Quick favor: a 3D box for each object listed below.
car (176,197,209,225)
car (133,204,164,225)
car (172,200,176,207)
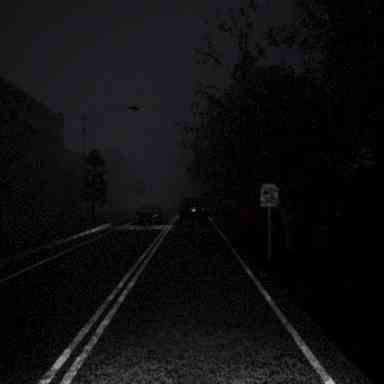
[{"bbox_3d":[0.130,1.396,25.892,2.150,2.045,5.566,0,-1,0],"label":"car"},{"bbox_3d":[-3.317,1.654,25.993,1.882,1.535,5.008,0,-1,0],"label":"car"},{"bbox_3d":[-3.073,2.258,67.822,2.033,1.411,5.357,0,-1,0],"label":"car"}]
